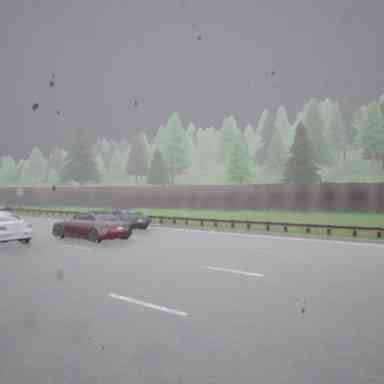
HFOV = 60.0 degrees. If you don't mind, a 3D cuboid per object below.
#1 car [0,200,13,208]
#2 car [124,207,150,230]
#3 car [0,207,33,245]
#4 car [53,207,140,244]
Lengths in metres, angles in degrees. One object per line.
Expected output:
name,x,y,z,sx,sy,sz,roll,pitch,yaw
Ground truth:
car,-18.057,1.446,29.876,4.553,1.767,2.097,0,0,36
car,-4.575,1.609,20.198,4.181,1.385,1.994,0,0,36
car,-8.829,1.572,14.638,4.674,1.442,1.812,0,0,36
car,-4.863,1.603,16.090,4.181,1.385,1.994,0,0,36
